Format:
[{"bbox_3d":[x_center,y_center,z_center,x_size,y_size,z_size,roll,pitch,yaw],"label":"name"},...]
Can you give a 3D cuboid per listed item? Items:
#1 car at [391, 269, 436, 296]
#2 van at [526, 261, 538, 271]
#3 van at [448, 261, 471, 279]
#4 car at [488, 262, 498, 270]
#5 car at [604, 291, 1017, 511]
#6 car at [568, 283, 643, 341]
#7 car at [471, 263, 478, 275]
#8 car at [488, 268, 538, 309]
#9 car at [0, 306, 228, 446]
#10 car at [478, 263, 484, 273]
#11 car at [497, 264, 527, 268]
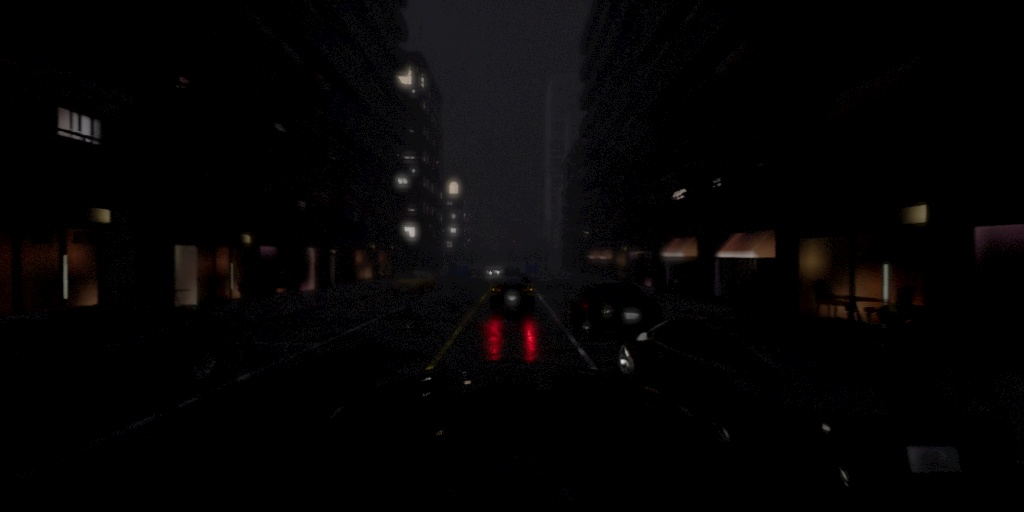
[{"bbox_3d":[-5.691,1.472,21.198,1.751,1.417,4.829,0,0,0],"label":"car"},{"bbox_3d":[2.690,1.574,49.650,1.690,1.789,3.998,0,0,0],"label":"van"},{"bbox_3d":[-5.691,1.459,38.359,1.690,1.789,3.998,0,0,0],"label":"van"},{"bbox_3d":[-3.019,1.929,62.404,1.994,1.385,4.181,0,-1,1],"label":"car"},{"bbox_3d":[2.690,1.342,4.344,1.948,1.339,4.313,0,0,0],"label":"car"},{"bbox_3d":[2.690,1.398,10.008,1.948,1.339,4.313,0,0,0],"label":"car"},{"bbox_3d":[-5.691,1.726,44.022,2.007,1.370,4.403,0,0,0],"label":"car"},{"bbox_3d":[0.026,1.415,15.744,1.812,1.442,4.674,0,0,1],"label":"car"},{"bbox_3d":[-5.691,1.342,4.377,1.948,1.339,4.313,0,0,0],"label":"car"},{"bbox_3d":[-5.691,1.817,55.179,1.751,1.417,4.829,0,0,0],"label":"car"},{"bbox_3d":[0.024,1.601,30.339,1.994,1.385,4.181,0,0,0],"label":"car"}]
